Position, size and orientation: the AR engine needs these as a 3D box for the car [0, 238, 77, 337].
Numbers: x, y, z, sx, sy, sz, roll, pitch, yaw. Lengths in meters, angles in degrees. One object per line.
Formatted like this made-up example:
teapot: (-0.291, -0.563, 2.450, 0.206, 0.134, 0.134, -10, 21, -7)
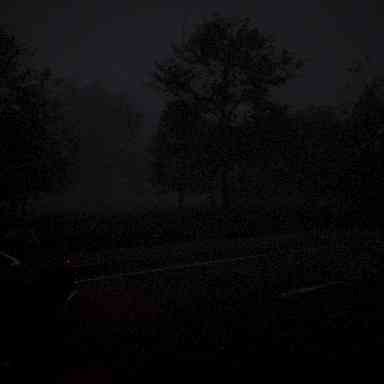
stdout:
car: (-4.331, 1.475, 5.036, 4.902, 1.511, 2.128, 0, 0, -35)
